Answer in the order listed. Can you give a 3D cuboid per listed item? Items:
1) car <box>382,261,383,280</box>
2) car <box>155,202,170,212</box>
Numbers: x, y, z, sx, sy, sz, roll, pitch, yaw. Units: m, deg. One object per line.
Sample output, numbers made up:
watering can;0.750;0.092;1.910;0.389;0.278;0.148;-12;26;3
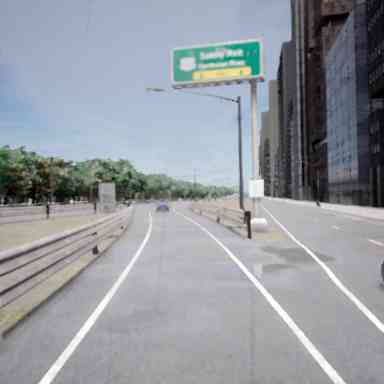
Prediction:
car;5.171;1.558;6.065;1.812;1.442;4.674;-1;-1;10
car;-4.251;2.116;48.596;1.812;1.442;4.674;-1;-1;-5
